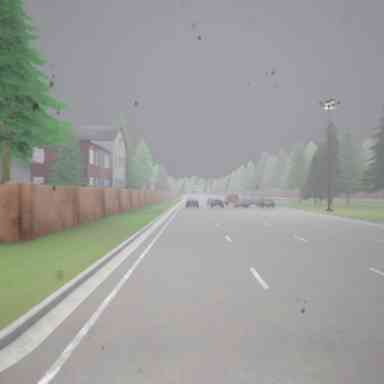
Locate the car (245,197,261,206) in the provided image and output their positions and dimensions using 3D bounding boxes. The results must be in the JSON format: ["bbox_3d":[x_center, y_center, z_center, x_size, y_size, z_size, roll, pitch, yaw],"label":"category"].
[{"bbox_3d":[10.511,1.612,57.787,1.994,1.385,4.181,0,0,0],"label":"car"}]

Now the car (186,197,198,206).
[{"bbox_3d":[0.011,1.612,57.789,1.994,1.385,4.181,0,0,0],"label":"car"}]

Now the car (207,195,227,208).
[{"bbox_3d":[3.563,1.544,47.982,1.837,1.490,4.892,0,0,0],"label":"car"}]

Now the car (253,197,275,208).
[{"bbox_3d":[10.561,1.531,47.803,2.128,1.511,4.902,0,0,0],"label":"car"}]

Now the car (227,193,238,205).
[{"bbox_3d":[7.011,1.270,58.648,2.150,2.045,5.566,0,0,0],"label":"car"}]

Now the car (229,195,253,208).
[{"bbox_3d":[7.066,1.587,48.193,2.033,1.411,5.357,0,0,0],"label":"car"}]

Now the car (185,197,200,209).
[{"bbox_3d":[0.058,1.517,47.407,1.882,1.535,5.008,0,0,0],"label":"car"}]
